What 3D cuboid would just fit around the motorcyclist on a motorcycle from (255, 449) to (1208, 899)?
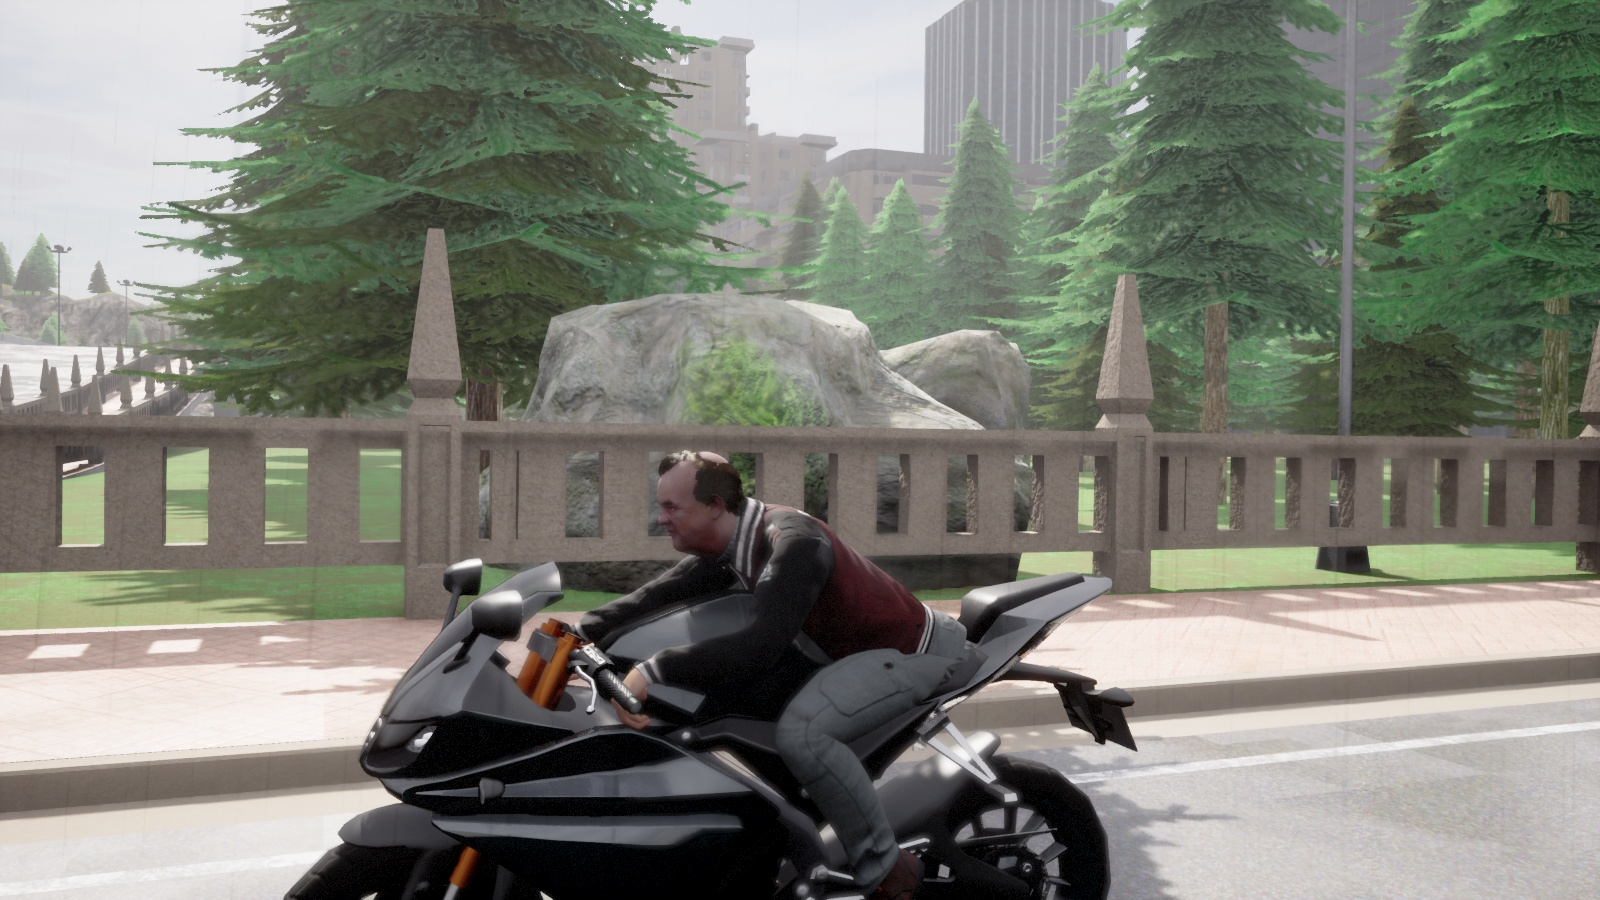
[{"bbox_3d":[-0.153,0.783,3.181,2.191,1.530,0.866,-1,1,-21],"label":"motorcyclist on a motorcycle"}]
